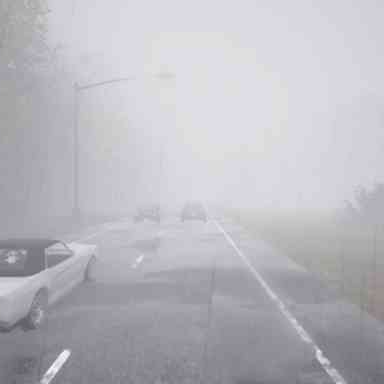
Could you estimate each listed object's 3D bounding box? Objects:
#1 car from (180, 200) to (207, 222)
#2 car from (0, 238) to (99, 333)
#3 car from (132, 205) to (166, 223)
[{"bbox_3d":[0.116,1.551,26.074,1.994,1.385,4.181,0,0,0],"label":"car"},{"bbox_3d":[-3.393,1.597,6.789,1.895,1.301,4.718,0,0,0],"label":"car"},{"bbox_3d":[-3.079,1.588,24.893,1.895,1.301,4.718,0,0,2],"label":"car"}]
